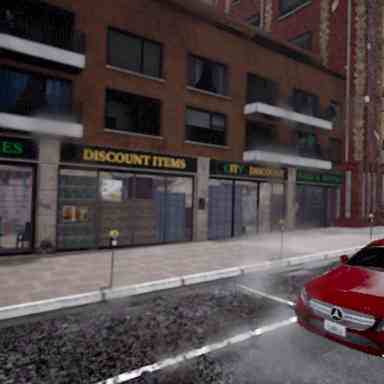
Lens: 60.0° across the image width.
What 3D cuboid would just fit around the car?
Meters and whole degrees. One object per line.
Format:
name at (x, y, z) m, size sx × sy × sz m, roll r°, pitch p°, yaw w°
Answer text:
car at (3.796, 1.562, 5.770) m, size 4.674 × 1.442 × 1.812 m, roll 0°, pitch 0°, yaw -35°
